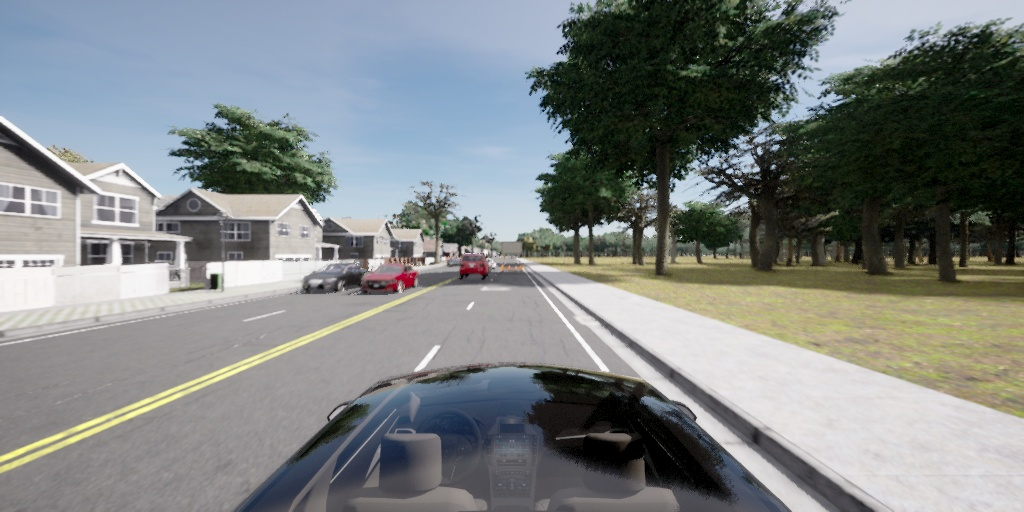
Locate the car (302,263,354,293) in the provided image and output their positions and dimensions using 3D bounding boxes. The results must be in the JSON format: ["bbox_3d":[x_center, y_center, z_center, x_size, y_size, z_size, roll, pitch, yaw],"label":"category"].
[{"bbox_3d":[-9.854,1.184,20.353,2.128,1.511,4.902,0,0,0],"label":"car"}]

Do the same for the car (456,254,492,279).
[{"bbox_3d":[-3.160,0.883,30.915,2.150,2.045,5.566,0,0,0],"label":"car"}]

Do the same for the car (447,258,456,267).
[{"bbox_3d":[-9.809,1.085,60.693,2.128,1.511,4.902,0,0,1],"label":"car"}]

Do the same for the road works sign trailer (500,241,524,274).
[{"bbox_3d":[-0.015,0.103,39.665,2.380,3.560,2.880,0,0,0],"label":"road works sign trailer"}]

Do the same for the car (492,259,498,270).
[{"bbox_3d":[-3.170,1.141,50.155,1.812,1.442,4.674,0,0,0],"label":"car"}]

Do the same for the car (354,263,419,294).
[{"bbox_3d":[-6.606,1.172,19.946,1.882,1.535,5.008,0,0,0],"label":"car"}]
